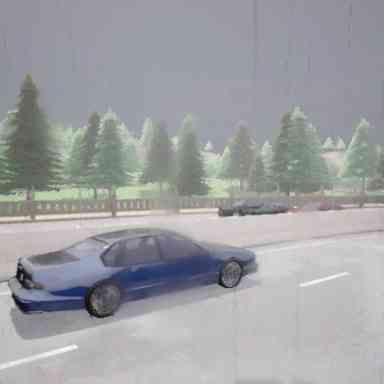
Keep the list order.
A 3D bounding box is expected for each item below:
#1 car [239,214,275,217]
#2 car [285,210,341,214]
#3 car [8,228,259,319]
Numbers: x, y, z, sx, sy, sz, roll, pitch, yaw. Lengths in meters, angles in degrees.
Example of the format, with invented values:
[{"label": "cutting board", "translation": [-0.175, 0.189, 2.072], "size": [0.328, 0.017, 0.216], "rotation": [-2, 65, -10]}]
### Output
[{"label": "car", "translation": [6.013, 1.498, 24.777], "size": [4.718, 1.301, 1.895], "rotation": [0, 0, -30]}, {"label": "car", "translation": [8.363, 1.388, 22.098], "size": [5.008, 1.535, 1.882], "rotation": [0, 0, -30]}, {"label": "car", "translation": [-0.963, 1.529, 7.356], "size": [5.357, 1.411, 2.033], "rotation": [0, 0, -35]}]
